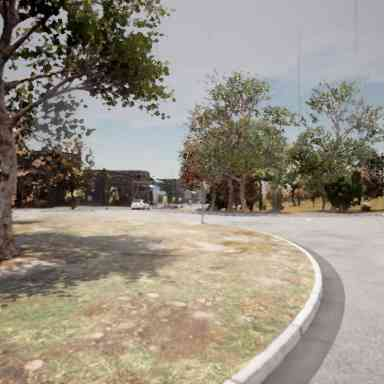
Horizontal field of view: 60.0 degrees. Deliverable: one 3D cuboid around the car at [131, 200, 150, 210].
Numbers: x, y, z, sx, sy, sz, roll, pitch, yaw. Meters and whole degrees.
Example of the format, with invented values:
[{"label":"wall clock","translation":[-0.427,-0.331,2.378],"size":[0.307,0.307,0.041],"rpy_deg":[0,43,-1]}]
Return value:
[{"label":"car","translation":[-9.295,2.481,60.272],"size":[2.150,2.045,5.566],"rpy_deg":[0,-4,8]}]
